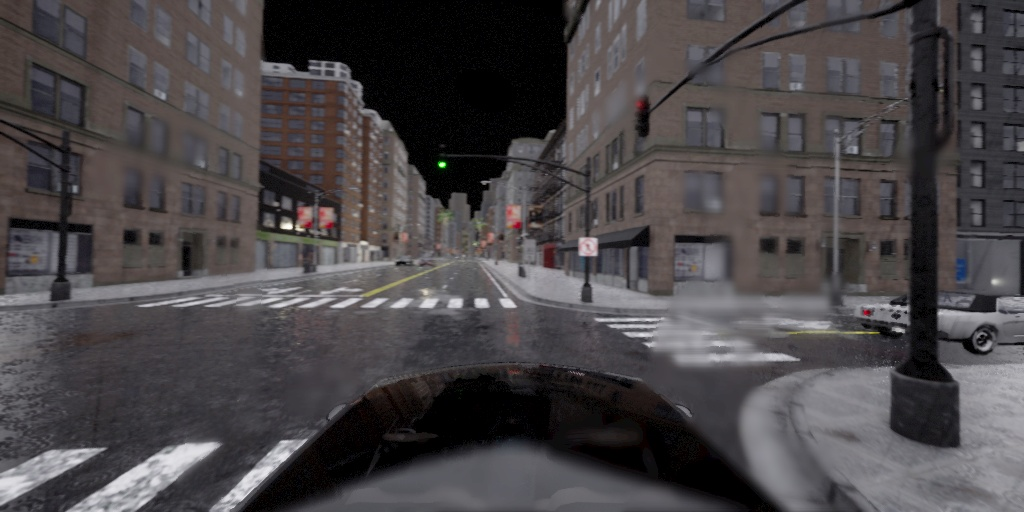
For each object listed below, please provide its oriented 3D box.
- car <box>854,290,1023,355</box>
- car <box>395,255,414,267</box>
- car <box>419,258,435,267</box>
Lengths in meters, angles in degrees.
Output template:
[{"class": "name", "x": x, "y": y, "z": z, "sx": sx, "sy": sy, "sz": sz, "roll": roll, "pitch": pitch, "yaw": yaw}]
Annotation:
[{"class": "car", "x": 11.259, "y": 1.491, "z": 8.638, "sx": 4.718, "sy": 1.301, "sz": 1.895, "roll": 1, "pitch": -1, "yaw": -6}, {"class": "car", "x": -15.598, "y": 0.645, "z": 52.215, "sx": 2.097, "sy": 1.767, "sz": 4.553, "roll": 1, "pitch": 0, "yaw": -6}, {"class": "car", "x": -12.350, "y": 0.915, "z": 52.355, "sx": 1.994, "sy": 1.385, "sz": 4.181, "roll": 1, "pitch": 0, "yaw": -6}]
